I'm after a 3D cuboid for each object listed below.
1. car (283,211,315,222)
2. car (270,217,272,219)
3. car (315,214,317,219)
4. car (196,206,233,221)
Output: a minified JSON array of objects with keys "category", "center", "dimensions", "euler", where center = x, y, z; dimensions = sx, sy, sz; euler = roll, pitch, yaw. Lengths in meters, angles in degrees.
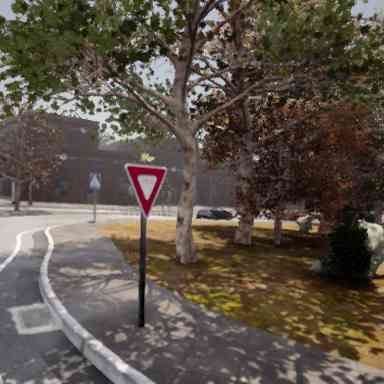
[{"category":"car","center":[14.262,3.332,45.222],"dimensions":[5.008,1.535,1.882],"euler":[5,-2,-45]},{"category":"car","center":[12.534,3.358,48.030],"dimensions":[5.357,1.411,2.033],"euler":[5,-2,-44]},{"category":"car","center":[19.696,3.870,55.198],"dimensions":[5.357,1.411,2.033],"euler":[4,-1,-45]},{"category":"car","center":[2.343,2.157,33.211],"dimensions":[1.994,1.385,4.181],"euler":[2,-3,44]}]
